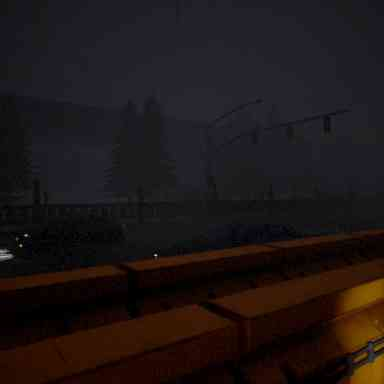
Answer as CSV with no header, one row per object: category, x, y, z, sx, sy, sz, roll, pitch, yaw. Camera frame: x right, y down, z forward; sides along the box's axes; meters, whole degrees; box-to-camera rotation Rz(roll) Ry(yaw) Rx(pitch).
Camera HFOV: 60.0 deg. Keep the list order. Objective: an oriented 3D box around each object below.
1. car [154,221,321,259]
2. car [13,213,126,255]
car,1.549,1.547,9.383,5.357,1.411,2.033,0,0,-35
car,-4.832,1.564,13.437,4.181,1.385,1.994,0,0,-35
